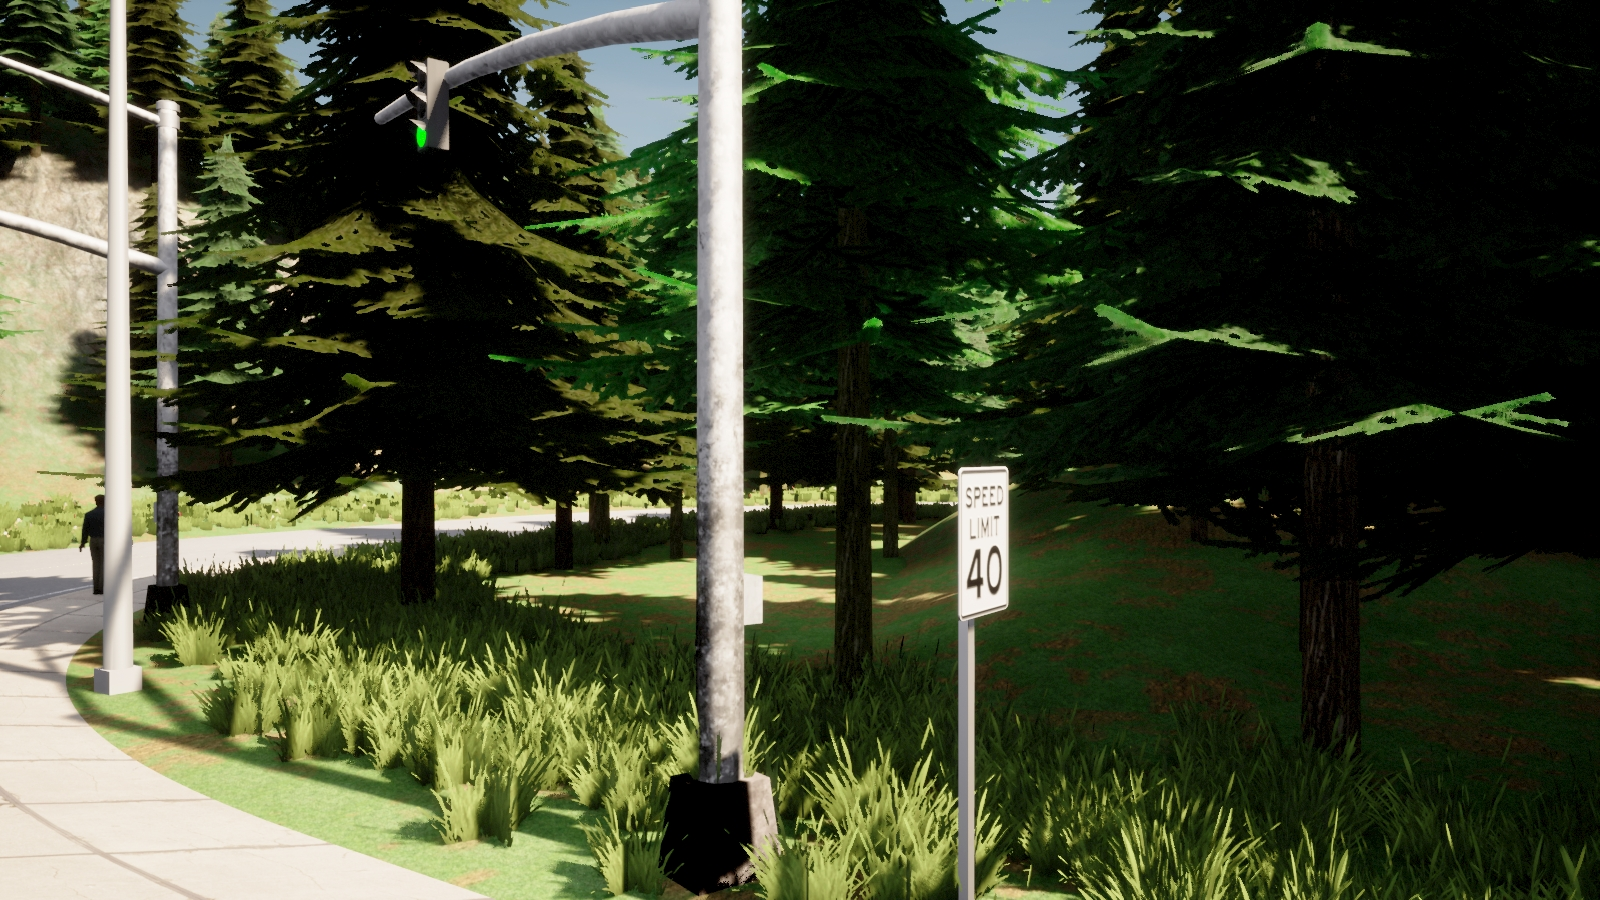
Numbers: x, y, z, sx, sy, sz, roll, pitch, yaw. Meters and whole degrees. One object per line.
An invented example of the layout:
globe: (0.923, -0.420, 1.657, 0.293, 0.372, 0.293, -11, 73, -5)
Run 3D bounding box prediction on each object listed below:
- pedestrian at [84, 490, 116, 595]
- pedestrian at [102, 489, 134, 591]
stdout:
pedestrian: (-12.644, 1.668, 20.649, 0.375, 1.860, 0.375, 0, 0, -8)
pedestrian: (-12.678, 1.668, 21.251, 0.375, 1.860, 0.375, 0, 0, -2)
